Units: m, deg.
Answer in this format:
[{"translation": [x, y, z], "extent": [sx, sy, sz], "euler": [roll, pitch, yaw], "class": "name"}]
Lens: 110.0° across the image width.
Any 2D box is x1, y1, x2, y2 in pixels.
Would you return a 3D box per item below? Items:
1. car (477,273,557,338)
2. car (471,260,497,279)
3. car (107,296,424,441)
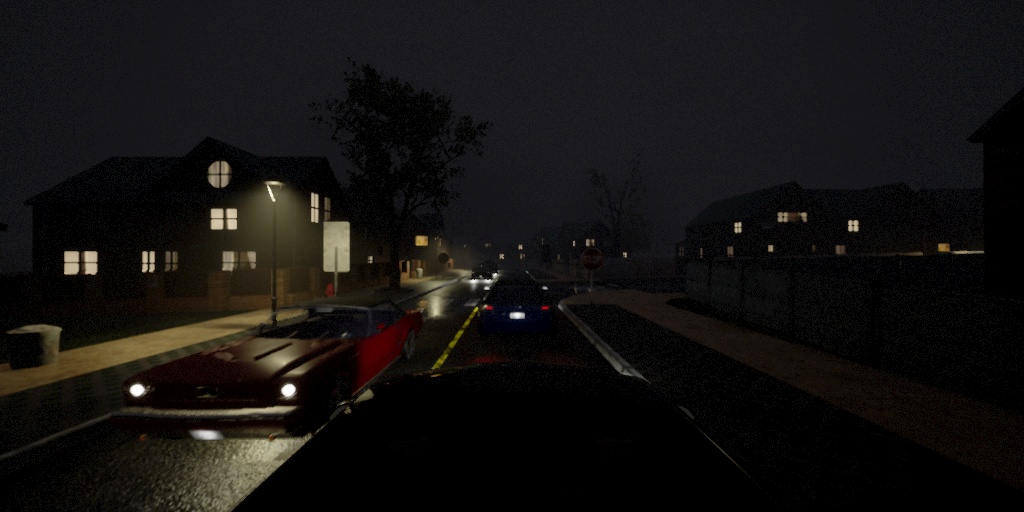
[{"translation": [0.118, 1.347, 10.282], "extent": [1.994, 1.385, 4.181], "euler": [0, 0, 0], "class": "car"}, {"translation": [-2.784, 1.412, 34.177], "extent": [2.033, 1.411, 5.357], "euler": [0, 0, -1], "class": "car"}, {"translation": [-2.845, 1.366, 5.550], "extent": [1.895, 1.301, 4.718], "euler": [0, 0, 0], "class": "car"}]
